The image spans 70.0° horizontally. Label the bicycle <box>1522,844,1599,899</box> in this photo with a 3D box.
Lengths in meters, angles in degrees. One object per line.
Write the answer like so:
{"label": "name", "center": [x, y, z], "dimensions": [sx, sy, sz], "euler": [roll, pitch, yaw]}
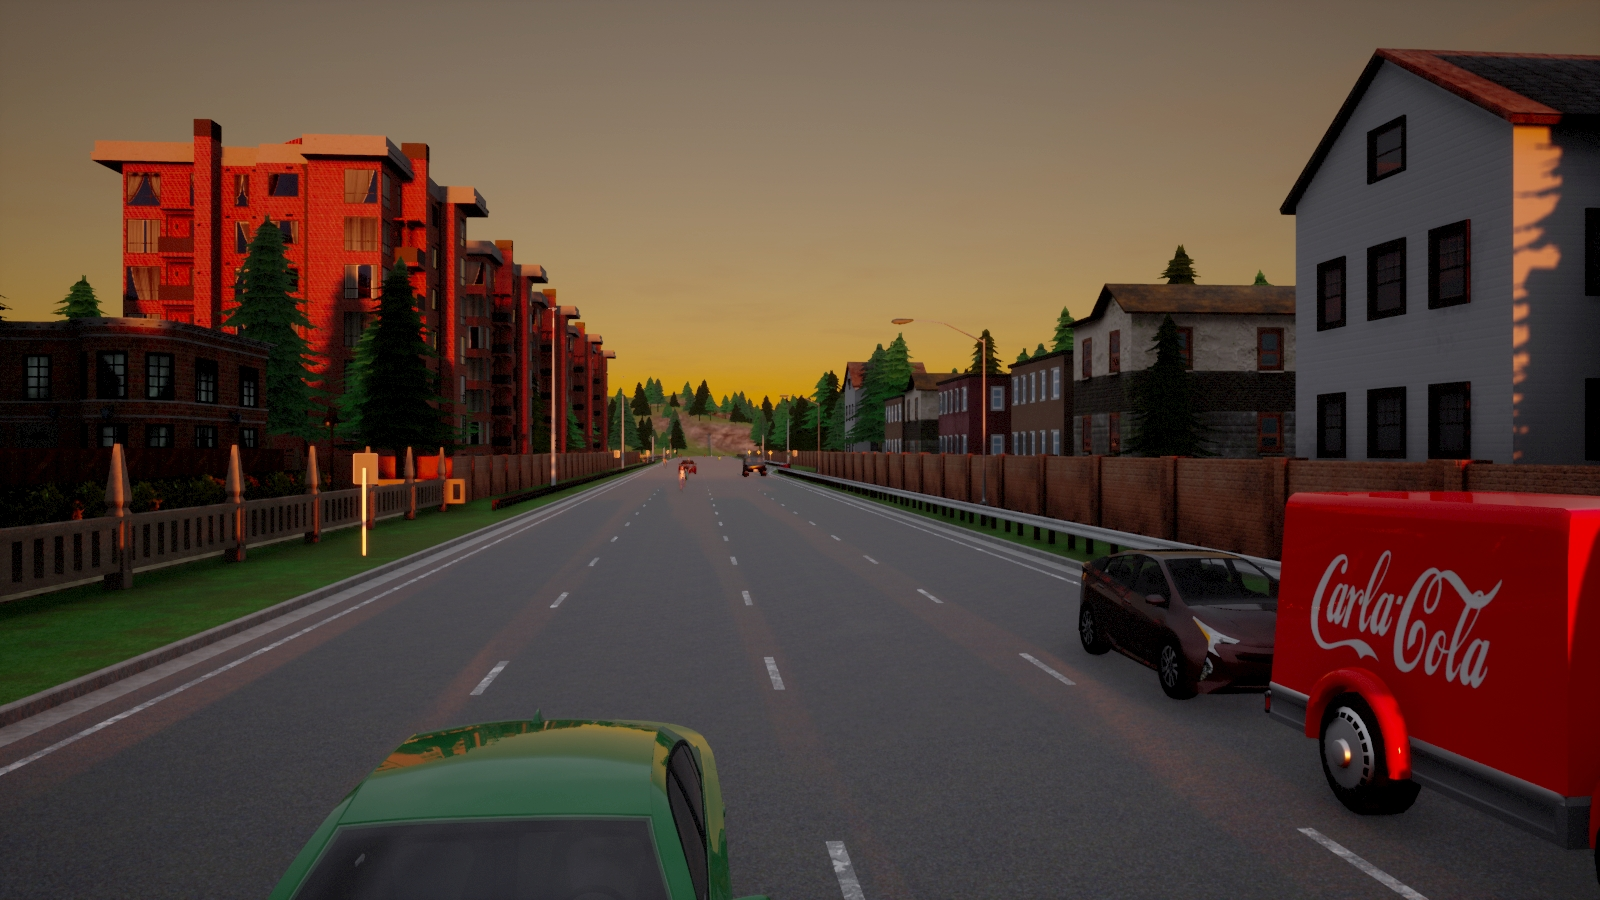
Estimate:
{"label": "bicycle", "center": [2.623, 2.056, 2.959], "dimensions": [0.373, 1.496, 1.643], "euler": [0, 0, -4]}

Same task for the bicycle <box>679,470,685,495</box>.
{"label": "bicycle", "center": [-7.475, 2.056, 72.490], "dimensions": [0.373, 1.496, 1.643], "euler": [0, 0, -5]}

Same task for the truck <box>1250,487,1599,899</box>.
{"label": "truck", "center": [5.566, 1.568, 7.740], "dimensions": [2.627, 2.467, 5.204], "euler": [0, 0, -5]}

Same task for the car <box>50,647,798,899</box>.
{"label": "car", "center": [-1.202, 2.034, 4.748], "dimensions": [2.097, 1.535, 5.006], "euler": [0, 0, -5]}

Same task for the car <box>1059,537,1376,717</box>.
{"label": "car", "center": [4.945, 2.040, 14.354], "dimensions": [2.007, 1.525, 4.514], "euler": [0, 0, -5]}
